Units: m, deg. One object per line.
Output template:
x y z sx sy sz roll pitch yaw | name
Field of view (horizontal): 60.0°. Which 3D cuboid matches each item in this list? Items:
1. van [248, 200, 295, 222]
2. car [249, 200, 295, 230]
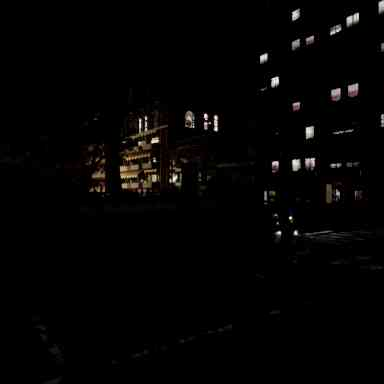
7.155 1.642 30.201 1.690 1.788 3.998 -1 0 -36 | van
4.937 1.605 23.434 2.097 1.767 4.553 0 -1 -36 | car
